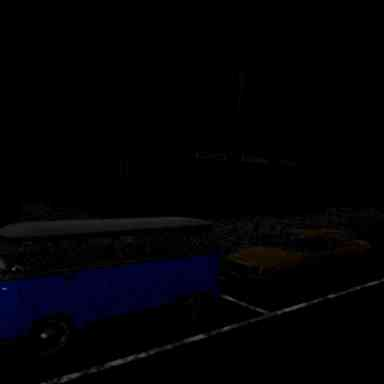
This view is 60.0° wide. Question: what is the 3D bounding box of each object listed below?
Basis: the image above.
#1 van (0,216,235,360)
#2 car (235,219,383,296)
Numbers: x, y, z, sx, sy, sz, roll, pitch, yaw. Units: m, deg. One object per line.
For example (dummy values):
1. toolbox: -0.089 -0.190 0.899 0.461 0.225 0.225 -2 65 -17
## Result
1. van: -1.376 1.350 5.668 3.998 1.788 1.690 0 0 -35
2. car: 2.916 1.557 8.721 4.829 1.417 1.752 0 0 -35
